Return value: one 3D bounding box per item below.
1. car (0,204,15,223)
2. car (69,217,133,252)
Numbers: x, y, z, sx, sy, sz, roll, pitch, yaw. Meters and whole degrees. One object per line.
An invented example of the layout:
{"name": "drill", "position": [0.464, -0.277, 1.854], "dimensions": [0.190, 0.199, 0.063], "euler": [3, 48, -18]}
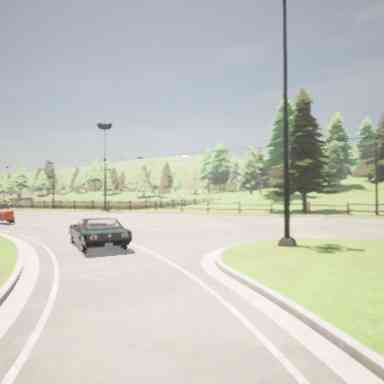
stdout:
{"name": "car", "position": [-16.850, 1.730, 27.685], "dimensions": [4.553, 1.767, 2.097], "euler": [-1, -1, 33]}
{"name": "car", "position": [-4.223, 1.764, 14.752], "dimensions": [1.895, 1.301, 4.718], "euler": [0, -1, -28]}
